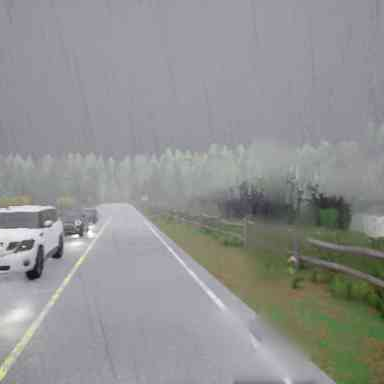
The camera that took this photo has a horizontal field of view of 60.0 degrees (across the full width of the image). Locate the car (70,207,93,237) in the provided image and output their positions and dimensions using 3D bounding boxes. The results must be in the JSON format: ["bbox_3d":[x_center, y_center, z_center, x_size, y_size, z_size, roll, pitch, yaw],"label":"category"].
[{"bbox_3d":[-7.795,1.834,21.084,2.097,1.767,4.553,-1,-1,-12],"label":"car"}]

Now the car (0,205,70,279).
[{"bbox_3d":[-5.754,1.506,11.066,2.150,2.045,5.566,-1,-1,-12],"label":"car"}]

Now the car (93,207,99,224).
[{"bbox_3d":[-9.857,2.174,31.268,2.128,1.511,4.902,-1,-1,-11],"label":"car"}]
